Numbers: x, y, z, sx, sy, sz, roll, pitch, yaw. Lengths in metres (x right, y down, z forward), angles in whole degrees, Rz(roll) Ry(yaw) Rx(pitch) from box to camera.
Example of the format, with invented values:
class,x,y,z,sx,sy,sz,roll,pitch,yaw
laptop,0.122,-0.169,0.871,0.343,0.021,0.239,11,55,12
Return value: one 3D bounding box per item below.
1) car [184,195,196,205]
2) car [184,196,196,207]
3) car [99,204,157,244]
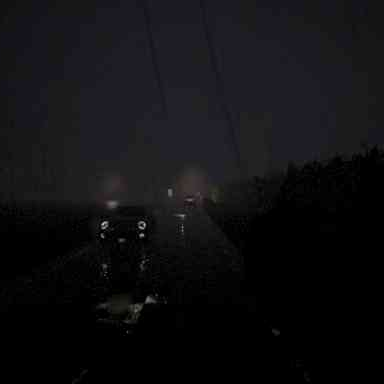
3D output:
class,x,y,z,sx,sy,sz,roll,pitch,yaw
car,-0.381,1.518,63.346,2.097,1.767,4.553,0,0,0
car,-0.316,1.739,53.324,1.895,1.301,4.718,0,0,0
car,-2.899,1.392,15.896,2.097,1.767,4.553,0,0,0
